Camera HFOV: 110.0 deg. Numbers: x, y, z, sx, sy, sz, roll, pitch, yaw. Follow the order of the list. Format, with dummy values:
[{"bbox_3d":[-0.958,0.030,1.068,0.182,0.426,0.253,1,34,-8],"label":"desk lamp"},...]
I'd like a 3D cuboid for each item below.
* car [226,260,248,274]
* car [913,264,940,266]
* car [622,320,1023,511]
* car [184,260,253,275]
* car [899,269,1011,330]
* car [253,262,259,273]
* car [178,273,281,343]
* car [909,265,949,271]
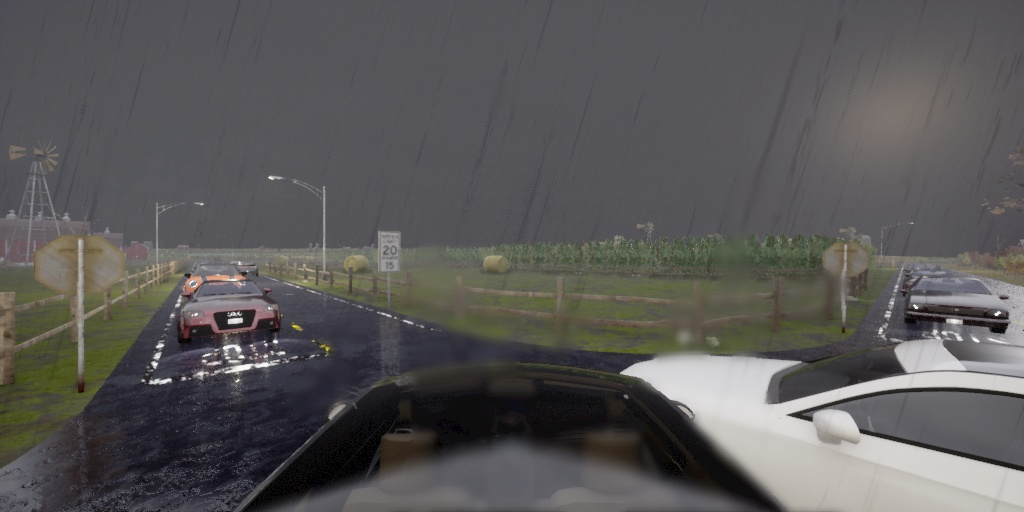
[{"bbox_3d":[-33.292,1.271,43.346,1.837,1.490,4.892,0,0,-41],"label":"car"},{"bbox_3d":[28.644,1.307,24.851,4.902,1.511,2.128,0,1,-42],"label":"car"},{"bbox_3d":[2.857,1.293,2.241,1.812,1.442,4.674,0,1,-43],"label":"car"},{"bbox_3d":[-13.563,1.128,16.469,2.097,1.767,4.553,0,0,-41],"label":"car"},{"bbox_3d":[13.621,1.334,11.209,5.357,1.411,2.033,0,1,-42],"label":"car"},{"bbox_3d":[-26.643,1.255,35.824,2.128,1.511,4.902,0,0,-41],"label":"car"},{"bbox_3d":[-7.849,1.349,9.930,1.994,1.385,4.181,0,0,-42],"label":"car"},{"bbox_3d":[21.017,1.363,17.930,4.181,1.385,1.994,0,1,-43],"label":"car"}]
